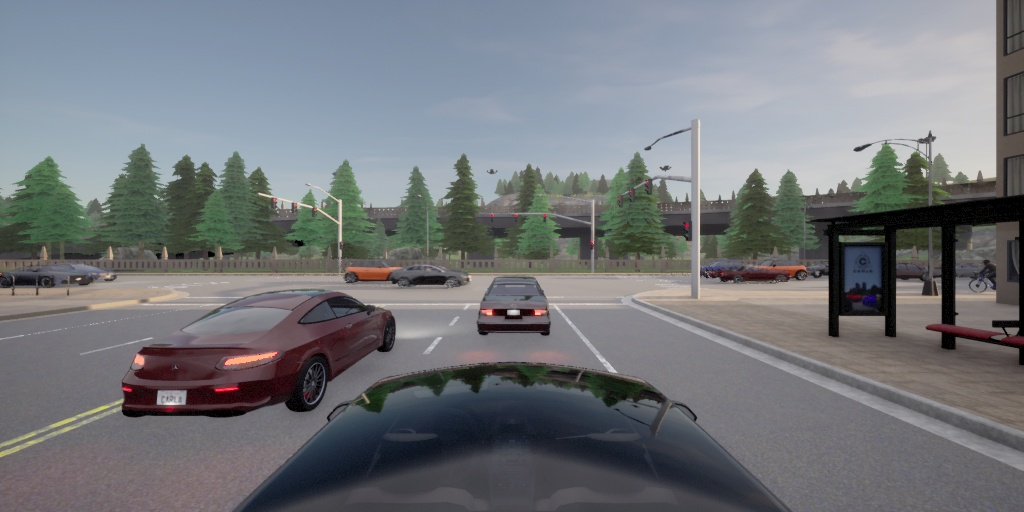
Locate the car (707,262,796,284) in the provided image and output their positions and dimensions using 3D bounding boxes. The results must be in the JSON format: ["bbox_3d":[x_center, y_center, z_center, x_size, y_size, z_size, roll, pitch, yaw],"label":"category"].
[{"bbox_3d":[16.854,1.295,25.390,4.718,1.301,1.895,0,0,1],"label":"car"}]

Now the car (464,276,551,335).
[{"bbox_3d":[0.088,1.297,10.443,2.033,1.411,5.357,0,0,1],"label":"car"}]

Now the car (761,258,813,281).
[{"bbox_3d":[20.954,1.046,28.951,4.553,1.767,2.097,0,0,2],"label":"car"}]

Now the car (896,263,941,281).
[{"bbox_3d":[30.557,1.242,28.511,5.357,1.411,2.033,0,0,6],"label":"car"}]

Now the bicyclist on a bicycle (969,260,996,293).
[{"bbox_3d":[22.756,0.995,17.037,0.582,1.620,1.656,0,0,1],"label":"bicyclist on a bicycle"}]

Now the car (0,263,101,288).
[{"bbox_3d":[-29.039,1.258,22.404,4.181,1.385,1.994,0,0,1],"label":"car"}]

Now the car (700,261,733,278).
[{"bbox_3d":[18.908,1.172,32.505,5.008,1.535,1.882,0,0,1],"label":"car"}]

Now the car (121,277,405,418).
[{"bbox_3d":[-3.447,1.276,5.949,1.812,1.442,4.674,0,0,0],"label":"car"}]

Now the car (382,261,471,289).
[{"bbox_3d":[-5.018,1.223,22.139,4.902,1.511,2.128,0,0,1],"label":"car"}]

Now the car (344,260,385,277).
[{"bbox_3d":[-9.475,1.067,25.692,4.553,1.767,2.097,0,0,1],"label":"car"}]

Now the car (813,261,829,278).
[{"bbox_3d":[28.289,1.186,32.123,4.902,1.511,2.128,0,0,4],"label":"car"}]

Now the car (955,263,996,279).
[{"bbox_3d":[38.077,1.258,30.440,4.181,1.385,1.994,0,0,17],"label":"car"}]

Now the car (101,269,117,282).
[{"bbox_3d":[-31.564,1.220,25.947,4.674,1.442,1.812,0,0,0],"label":"car"}]
